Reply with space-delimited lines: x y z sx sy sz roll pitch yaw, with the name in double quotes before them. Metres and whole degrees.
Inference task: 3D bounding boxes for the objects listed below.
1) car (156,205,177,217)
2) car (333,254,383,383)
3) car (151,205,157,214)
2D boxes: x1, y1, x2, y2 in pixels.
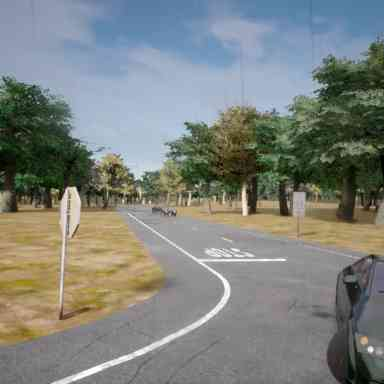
"car" -3.514 2.849 48.061 1.895 1.301 4.718 3 -2 -13
"car" 3.137 1.643 4.667 1.994 1.385 4.181 1 -1 22
"car" -5.783 2.960 56.904 1.882 1.535 5.008 3 -2 -14
